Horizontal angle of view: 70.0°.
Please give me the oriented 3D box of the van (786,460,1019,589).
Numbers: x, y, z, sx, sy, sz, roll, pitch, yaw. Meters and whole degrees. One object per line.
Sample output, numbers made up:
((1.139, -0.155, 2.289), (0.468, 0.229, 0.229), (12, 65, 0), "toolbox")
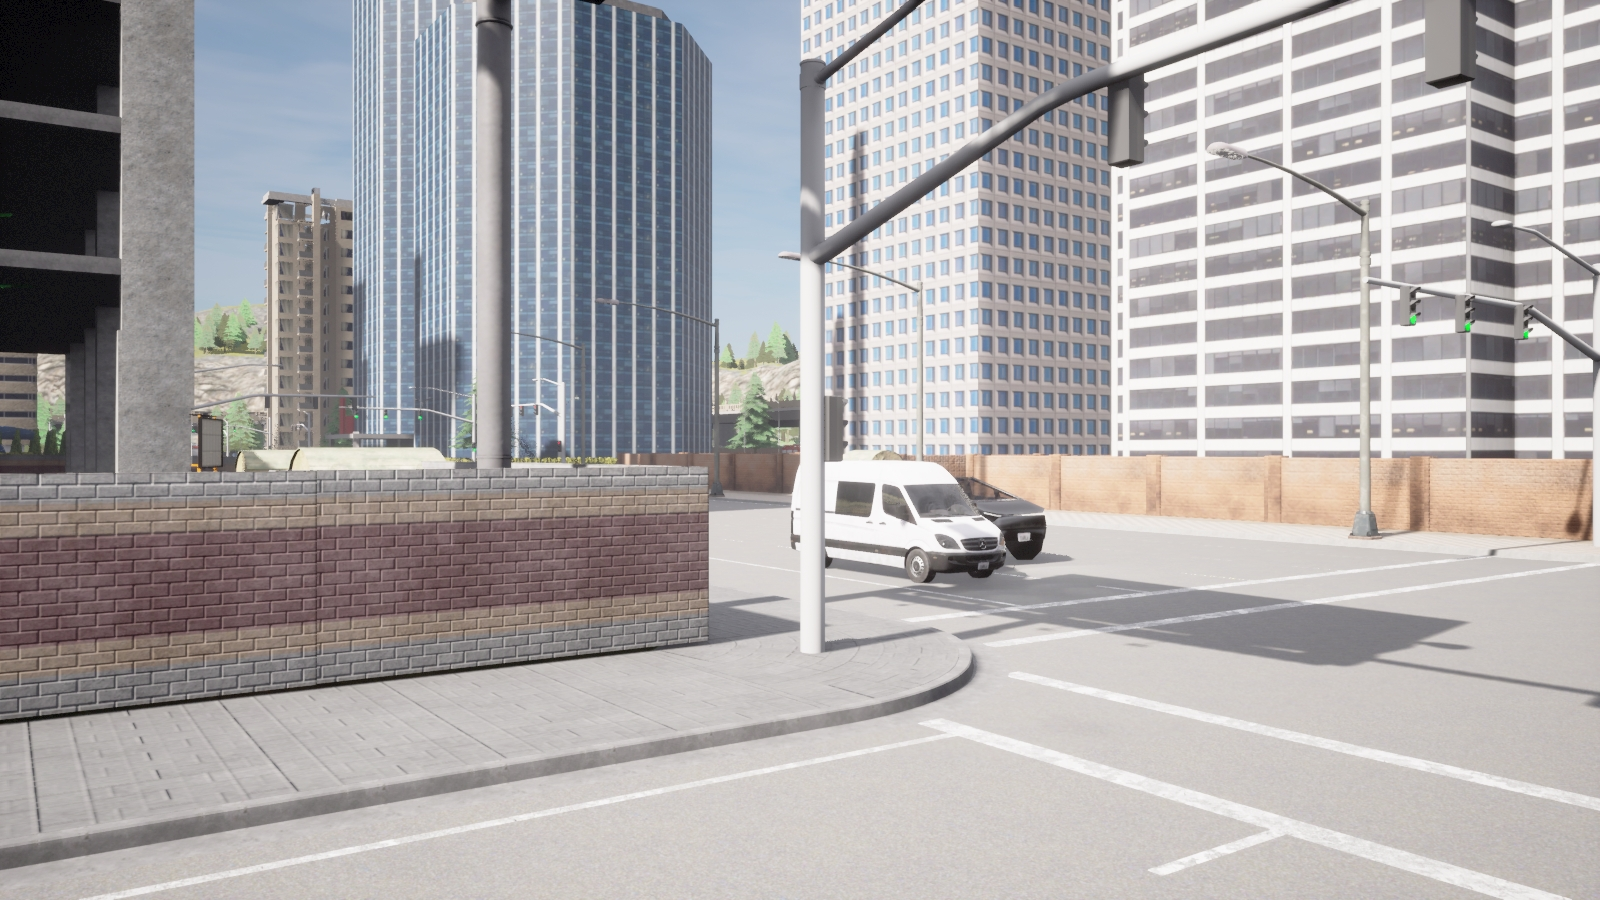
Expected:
((2.162, 1.533, 26.216), (1.988, 2.561, 5.915), (0, 0, -35), "van")

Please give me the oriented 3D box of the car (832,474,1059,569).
((3.654, 1.752, 30.193), (2.390, 2.098, 6.274), (0, 0, -35), "car")
